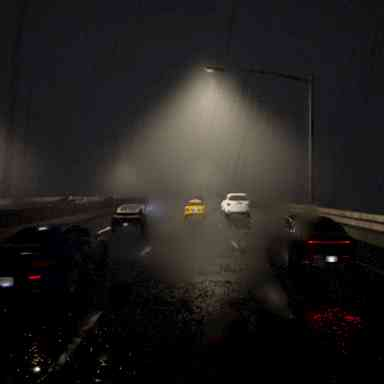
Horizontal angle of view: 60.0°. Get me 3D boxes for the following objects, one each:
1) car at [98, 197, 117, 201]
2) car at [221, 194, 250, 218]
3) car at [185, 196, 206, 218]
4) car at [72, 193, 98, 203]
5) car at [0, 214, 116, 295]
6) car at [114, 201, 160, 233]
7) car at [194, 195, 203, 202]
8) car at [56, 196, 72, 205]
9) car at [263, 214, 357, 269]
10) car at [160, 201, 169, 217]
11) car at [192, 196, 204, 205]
[{"bbox_3d":[-13.155,1.466,53.914,1.812,1.442,4.674,0,0,2],"label":"car"},{"bbox_3d":[3.876,1.187,29.982,2.150,2.045,5.566,0,0,1],"label":"car"},{"bbox_3d":[0.320,1.420,29.355,1.801,1.575,5.366,0,0,1],"label":"car"},{"bbox_3d":[-16.676,1.164,53.380,2.150,2.045,5.566,0,0,2],"label":"car"},{"bbox_3d":[-3.478,1.511,8.545,1.812,1.442,4.674,0,0,0],"label":"car"},{"bbox_3d":[-3.385,1.464,19.513,2.128,1.511,4.902,0,0,1],"label":"car"},{"bbox_3d":[1.499,1.490,74.699,2.033,1.411,5.357,0,0,2],"label":"car"},{"bbox_3d":[-20.175,1.427,53.468,2.128,1.511,4.902,0,0,2],"label":"car"},{"bbox_3d":[3.647,1.489,11.068,1.837,1.490,4.892,0,0,0],"label":"car"},{"bbox_3d":[-3.224,1.509,30.480,2.033,1.411,5.357,0,0,1],"label":"car"},{"bbox_3d":[1.138,1.441,59.846,2.128,1.511,4.902,0,0,2],"label":"car"}]
